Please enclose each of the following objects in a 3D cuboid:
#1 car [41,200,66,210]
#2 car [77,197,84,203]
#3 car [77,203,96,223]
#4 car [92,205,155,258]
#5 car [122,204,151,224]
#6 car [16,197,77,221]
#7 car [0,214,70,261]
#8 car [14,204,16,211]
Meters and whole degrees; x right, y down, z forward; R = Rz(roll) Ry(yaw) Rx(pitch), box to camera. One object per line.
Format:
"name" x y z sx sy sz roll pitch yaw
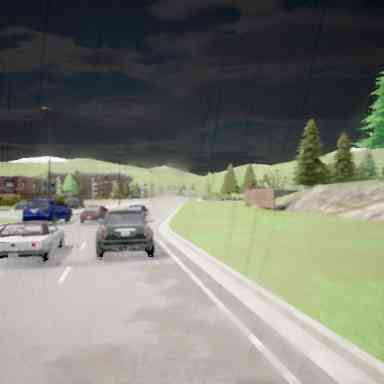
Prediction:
"car" -23.403 2.219 56.281 2.128 1.511 4.902 0 -1 0
"car" -19.909 1.918 56.027 2.150 2.045 5.566 0 0 0
"car" -8.187 1.868 28.630 1.812 1.442 4.674 0 0 0
"car" -2.785 1.508 13.772 2.097 1.767 4.553 0 -1 -12
"car" -4.686 1.843 28.715 1.812 1.442 4.674 0 0 0
"car" -11.683 1.580 27.224 2.150 2.045 5.566 0 0 -1
"car" -6.162 1.774 12.817 1.895 1.301 4.718 0 -1 -12
"car" -26.904 2.084 54.067 2.097 1.767 4.553 0 -1 0
